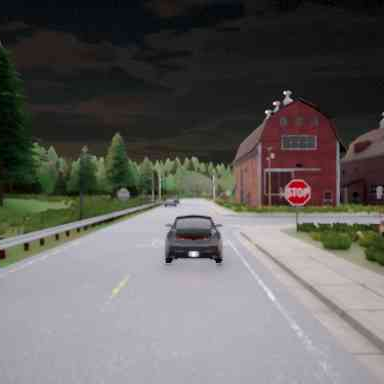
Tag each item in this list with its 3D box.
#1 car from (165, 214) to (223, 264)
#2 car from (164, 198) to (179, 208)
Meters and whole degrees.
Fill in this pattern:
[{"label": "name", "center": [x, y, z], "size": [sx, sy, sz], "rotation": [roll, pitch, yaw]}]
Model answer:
[{"label": "car", "center": [0.064, 1.574, 12.112], "size": [1.837, 1.490, 4.892], "rotation": [0, 0, 0]}, {"label": "car", "center": [-3.579, 1.835, 54.735], "size": [1.812, 1.442, 4.674], "rotation": [0, 0, 0]}]
